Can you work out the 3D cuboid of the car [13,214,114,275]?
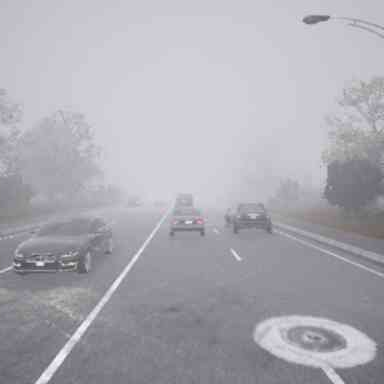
[{"bbox_3d":[-3.768,1.508,10.558,1.837,1.490,4.892,0,0,-1],"label":"car"}]

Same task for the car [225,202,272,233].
[{"bbox_3d":[3.189,1.347,19.651,2.097,1.767,4.553,0,0,-2],"label":"car"}]

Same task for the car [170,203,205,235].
[{"bbox_3d":[-0.280,1.546,18.757,2.033,1.411,5.357,0,0,-2],"label":"car"}]

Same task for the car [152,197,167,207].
[{"bbox_3d":[-4.884,1.525,50.740,1.812,1.442,4.674,0,0,-1],"label":"car"}]

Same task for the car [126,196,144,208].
[{"bbox_3d":[-8.320,1.356,48.423,2.097,1.767,4.553,0,0,-1],"label":"car"}]

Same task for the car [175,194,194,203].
[{"bbox_3d":[-0.914,1.218,40.594,2.150,2.045,5.566,0,0,-2],"label":"car"}]
